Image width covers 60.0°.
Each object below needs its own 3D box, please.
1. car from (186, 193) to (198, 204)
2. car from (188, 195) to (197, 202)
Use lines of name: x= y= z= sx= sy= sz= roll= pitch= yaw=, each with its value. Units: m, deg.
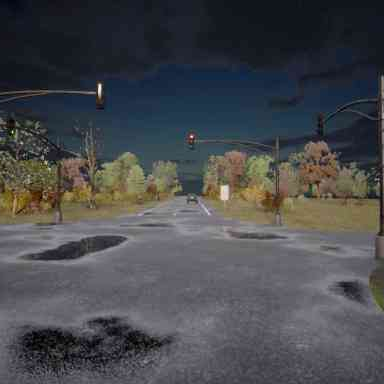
car: x=0.023 y=1.292 z=67.681 sx=2.150 sy=2.045 sz=5.566 roll=0 pitch=0 yaw=0
car: x=0.025 y=1.465 z=78.072 sx=2.033 sy=1.411 sz=5.357 roll=0 pitch=0 yaw=0
